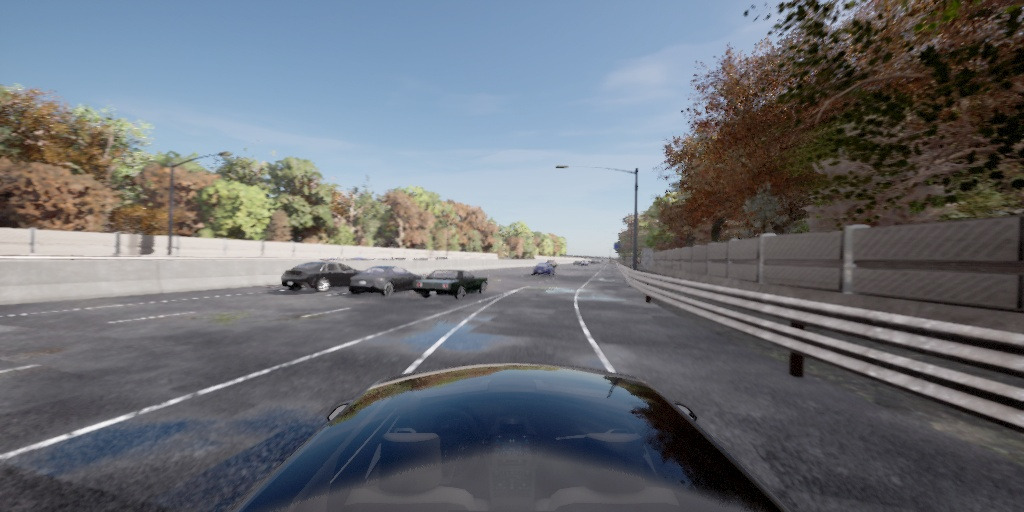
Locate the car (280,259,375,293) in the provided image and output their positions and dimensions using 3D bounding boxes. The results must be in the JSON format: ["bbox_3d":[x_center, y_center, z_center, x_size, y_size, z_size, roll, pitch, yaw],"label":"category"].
[{"bbox_3d":[-9.549,1.045,18.813,1.837,1.490,4.892,1,0,16],"label":"car"}]

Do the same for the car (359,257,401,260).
[{"bbox_3d":[-16.601,0.978,45.777,2.128,1.511,4.902,1,0,16],"label":"car"}]

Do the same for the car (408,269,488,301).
[{"bbox_3d":[-2.730,1.294,17.191,1.895,1.301,4.718,1,0,15],"label":"car"}]

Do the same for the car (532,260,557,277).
[{"bbox_3d":[3.502,1.465,39.524,1.812,1.442,4.674,1,0,16],"label":"car"}]

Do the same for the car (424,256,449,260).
[{"bbox_3d":[-12.410,1.215,60.637,1.994,1.385,4.181,1,0,16],"label":"car"}]

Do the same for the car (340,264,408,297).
[{"bbox_3d":[-6.153,1.180,17.970,1.994,1.385,4.181,1,0,16],"label":"car"}]

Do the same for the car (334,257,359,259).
[{"bbox_3d":[-20.042,0.886,46.457,1.882,1.535,5.008,1,0,16],"label":"car"}]

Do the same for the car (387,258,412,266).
[{"bbox_3d":[-19.316,1.092,61.882,1.895,1.301,4.718,1,0,16],"label":"car"}]

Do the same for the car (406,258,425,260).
[{"bbox_3d":[-15.725,1.056,61.715,1.882,1.535,5.008,1,0,16],"label":"car"}]
